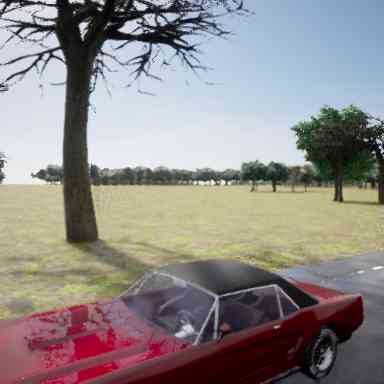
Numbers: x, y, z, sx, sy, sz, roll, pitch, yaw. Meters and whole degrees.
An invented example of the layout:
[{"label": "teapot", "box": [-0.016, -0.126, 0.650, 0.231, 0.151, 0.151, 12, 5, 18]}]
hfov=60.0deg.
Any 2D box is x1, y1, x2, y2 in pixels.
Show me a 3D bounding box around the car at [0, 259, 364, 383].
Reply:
[{"label": "car", "box": [-0.033, 1.606, 3.962, 4.718, 1.301, 1.895, 0, 0, -35]}]
